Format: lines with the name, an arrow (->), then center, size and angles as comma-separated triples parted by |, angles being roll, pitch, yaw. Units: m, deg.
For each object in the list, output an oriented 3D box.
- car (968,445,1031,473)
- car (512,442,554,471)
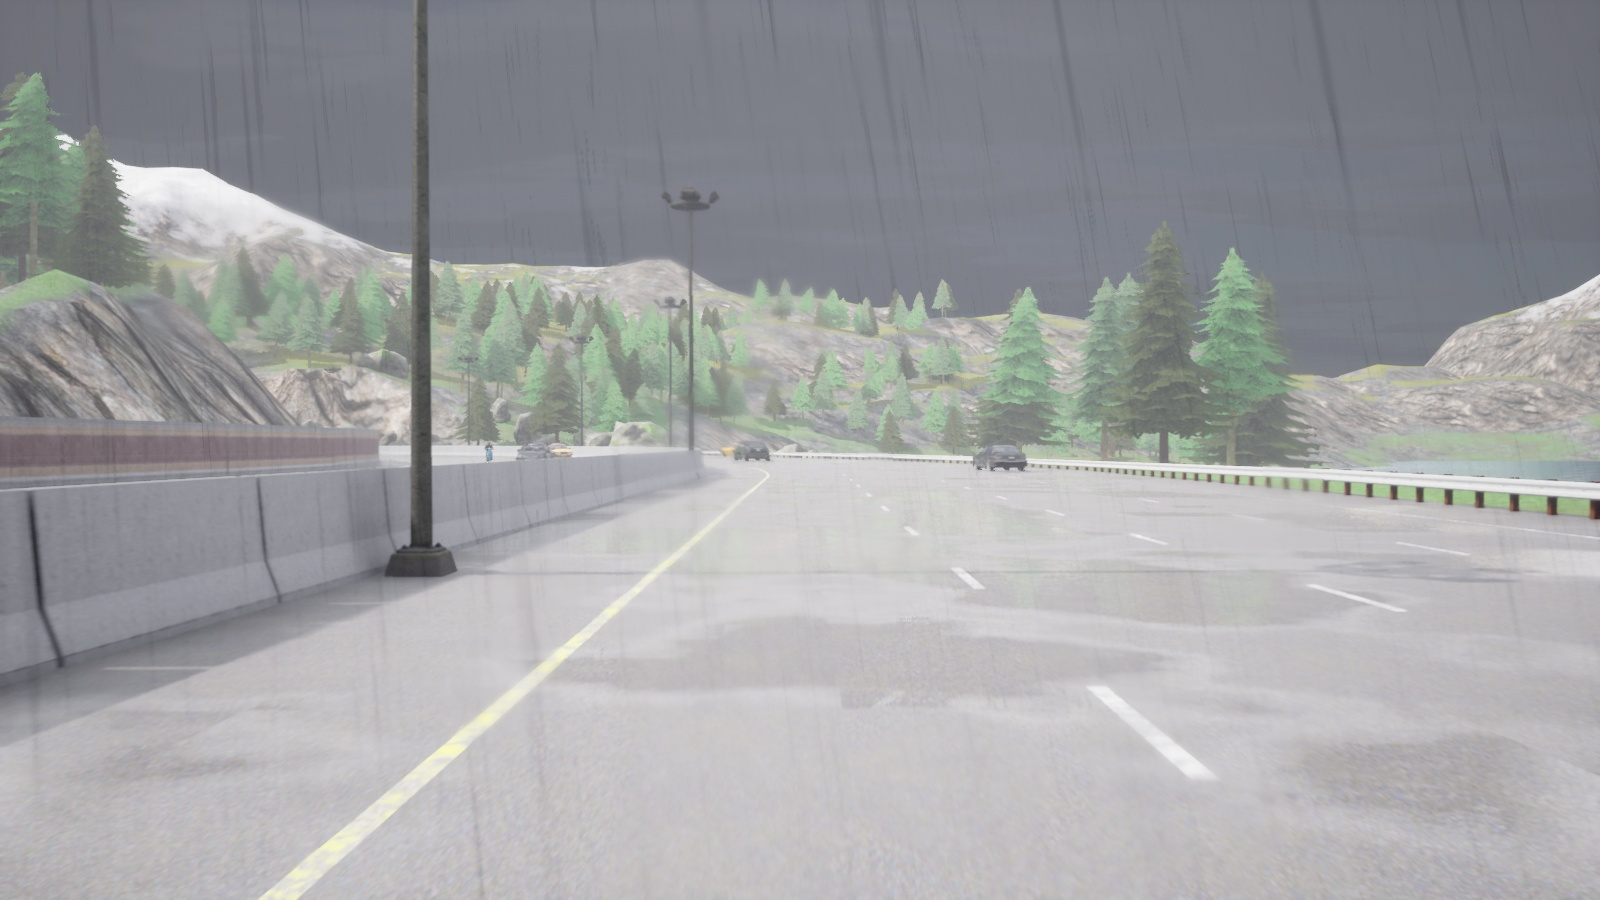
car -> 10.426, 0.431, 65.920 | 2.033, 1.411, 5.357 | 0, 0, -5
car -> -14.365, 0.332, 67.679 | 1.789, 1.549, 3.705 | 0, 0, -6
